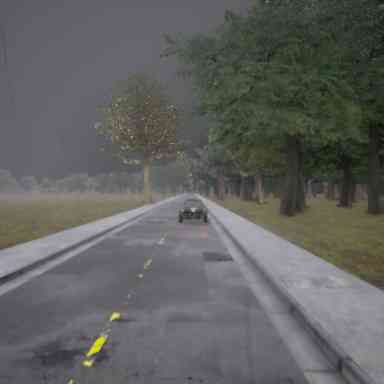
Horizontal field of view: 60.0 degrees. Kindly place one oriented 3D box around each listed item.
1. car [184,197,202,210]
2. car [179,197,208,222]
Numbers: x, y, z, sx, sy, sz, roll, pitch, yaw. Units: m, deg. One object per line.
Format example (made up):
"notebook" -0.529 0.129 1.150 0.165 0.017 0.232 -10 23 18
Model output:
"car" 0.095 1.419 42.321 2.128 1.511 4.902 0 0 0
"car" 0.096 1.310 25.557 2.097 1.767 4.553 0 0 0
